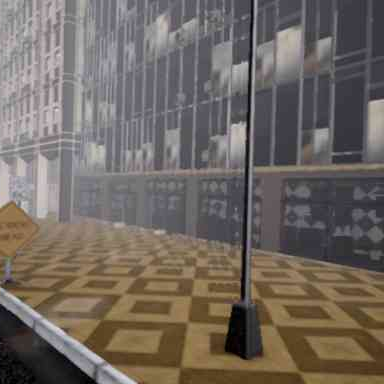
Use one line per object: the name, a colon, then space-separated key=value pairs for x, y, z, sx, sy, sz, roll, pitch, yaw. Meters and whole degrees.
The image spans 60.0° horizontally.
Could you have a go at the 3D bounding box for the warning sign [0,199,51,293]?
warning sign: x=-3.989 y=1.104 z=7.263 sx=1.300 sy=1.860 sz=1.060 roll=3 pitch=-1 yaw=-45
